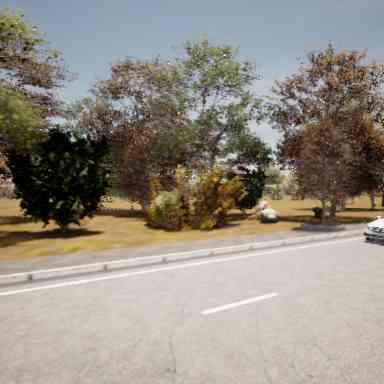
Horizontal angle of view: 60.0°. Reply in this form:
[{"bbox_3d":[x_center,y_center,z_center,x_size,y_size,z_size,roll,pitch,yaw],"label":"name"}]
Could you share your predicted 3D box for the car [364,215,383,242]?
[{"bbox_3d":[9.795,1.529,15.285,4.674,1.442,1.812,0,0,-36],"label":"car"}]
